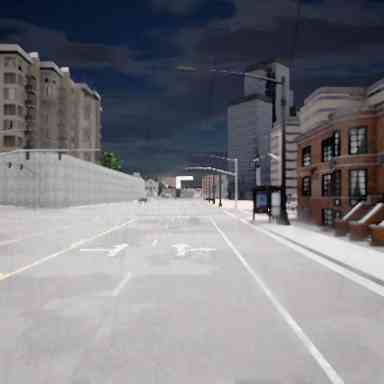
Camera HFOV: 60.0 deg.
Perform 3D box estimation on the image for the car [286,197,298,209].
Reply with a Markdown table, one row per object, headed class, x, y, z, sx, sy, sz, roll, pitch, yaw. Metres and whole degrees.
| class | x | y | z | sx | sy | sz | roll | pitch | yaw |
| --- | --- | --- | --- | --- | --- | --- | --- | --- | --- |
| car | 12.324 | 1.441 | 39.967 | 5.566 | 2.045 | 2.150 | 0 | -1 | 0 |
